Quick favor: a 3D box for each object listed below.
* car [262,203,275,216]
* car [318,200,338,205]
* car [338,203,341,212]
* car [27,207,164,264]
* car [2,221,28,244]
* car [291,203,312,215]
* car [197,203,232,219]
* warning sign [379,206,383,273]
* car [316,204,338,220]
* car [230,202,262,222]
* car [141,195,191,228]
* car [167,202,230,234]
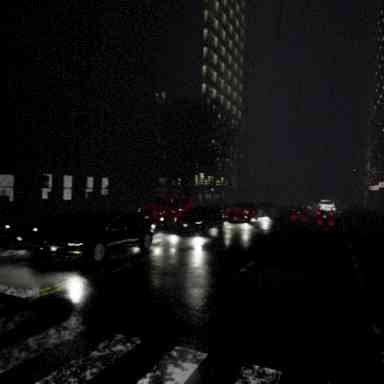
[{"bbox_3d":[8.513,1.986,38.957,2.128,1.511,4.902,2,0,23],"label":"car"},{"bbox_3d":[19.042,2.138,46.904,2.150,2.045,5.566,2,0,23],"label":"car"},{"bbox_3d":[26.228,2.761,60.875,1.812,1.442,4.674,2,0,23],"label":"car"},{"bbox_3d":[-3.077,1.454,11.904,1.837,1.490,4.892,2,0,23],"label":"car"},{"bbox_3d":[-5.549,1.470,14.391,1.895,1.301,4.718,2,0,23],"label":"car"},{"bbox_3d":[14.279,2.329,43.798,1.895,1.301,4.718,2,0,23],"label":"car"},{"bbox_3d":[2.291,1.839,32.740,1.895,1.301,4.718,2,0,23],"label":"car"},{"bbox_3d":[6.240,1.399,9.593,1.300,1.860,1.060,3,1,23],"label":"warning sign"},{"bbox_3d":[15.040,2.330,37.437,1.895,1.301,4.718,2,0,24],"label":"car"},{"bbox_3d":[4.505,1.659,29.639,2.097,1.767,4.553,2,0,23],"label":"car"},{"bbox_3d":[-1.703,1.271,23.373,2.150,2.045,5.566,2,0,23],"label":"car"},{"bbox_3d":[0.585,1.627,20.480,1.837,1.490,4.892,2,0,23],"label":"car"}]
